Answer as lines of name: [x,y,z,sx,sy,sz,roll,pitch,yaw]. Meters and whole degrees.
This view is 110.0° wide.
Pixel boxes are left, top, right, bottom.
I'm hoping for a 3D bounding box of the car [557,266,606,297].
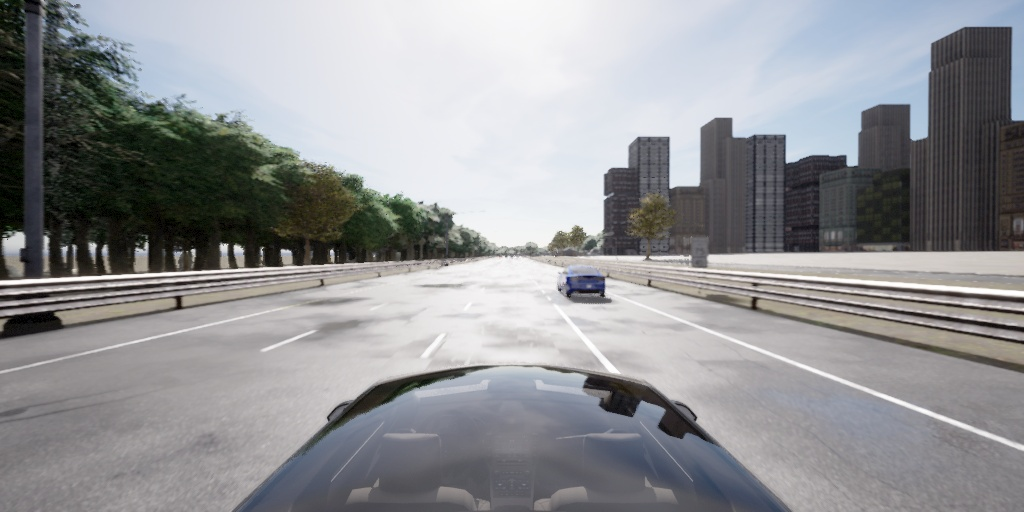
car: [3.509,1.235,18.840,1.882,1.535,5.008,0,0,0]
